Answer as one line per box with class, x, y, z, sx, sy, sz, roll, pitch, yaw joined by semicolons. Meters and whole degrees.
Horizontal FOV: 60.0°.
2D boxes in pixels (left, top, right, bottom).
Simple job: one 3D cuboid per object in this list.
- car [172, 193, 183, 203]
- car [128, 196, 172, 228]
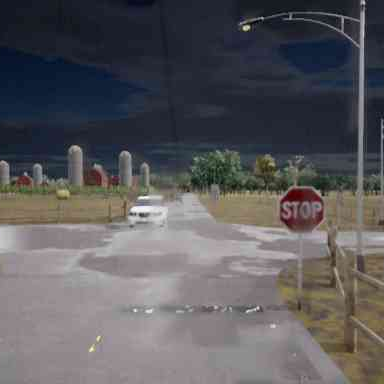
car;-2.883;1.085;65.211;2.097;1.767;4.553;0;0;0
car;-2.794;1.302;22.242;2.150;2.045;5.566;0;0;0
